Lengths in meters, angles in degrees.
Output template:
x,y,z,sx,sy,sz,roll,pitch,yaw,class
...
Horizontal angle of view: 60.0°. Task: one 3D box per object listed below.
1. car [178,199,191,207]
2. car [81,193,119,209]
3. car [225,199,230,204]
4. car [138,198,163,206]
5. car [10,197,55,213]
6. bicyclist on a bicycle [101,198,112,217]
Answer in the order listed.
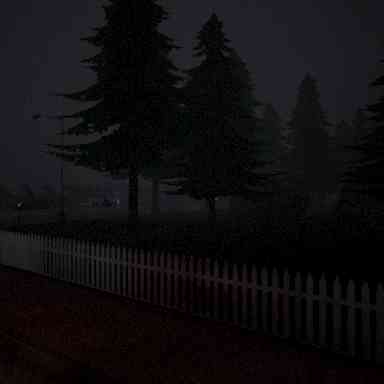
x,y,z,sx,sy,sz,roll,pitch,yaw,class
-0.264,1.526,50.993,1.812,1.442,4.674,0,0,34,car
-12.537,1.221,45.704,2.150,2.045,5.566,0,0,34,car
4.292,1.221,51.455,2.150,2.045,5.566,0,0,34,car
-6.801,1.491,54.093,2.128,1.511,4.902,0,0,35,car
-18.032,1.352,37.629,2.097,1.767,4.553,0,0,34,car
-7.176,1.302,27.836,1.656,1.620,0.582,0,0,34,bicyclist on a bicycle
